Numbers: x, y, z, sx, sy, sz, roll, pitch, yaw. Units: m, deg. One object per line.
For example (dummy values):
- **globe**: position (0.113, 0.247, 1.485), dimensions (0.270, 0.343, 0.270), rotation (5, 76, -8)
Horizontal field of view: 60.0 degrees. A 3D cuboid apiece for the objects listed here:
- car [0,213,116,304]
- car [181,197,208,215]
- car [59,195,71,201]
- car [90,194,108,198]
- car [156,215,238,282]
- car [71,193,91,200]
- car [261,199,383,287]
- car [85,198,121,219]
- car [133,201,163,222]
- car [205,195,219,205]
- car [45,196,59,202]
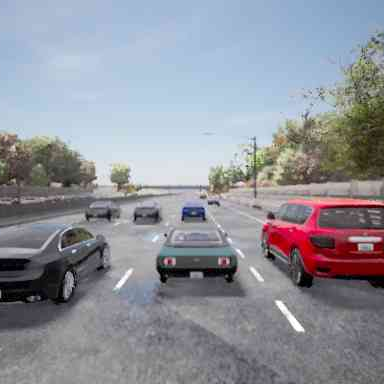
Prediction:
- **car**: position (-3.396, 1.498, 8.093), dimensions (1.837, 1.490, 4.892), rotation (0, 0, 0)
- **car**: position (0.117, 1.456, 27.759), dimensions (1.882, 1.535, 5.008), rotation (0, 0, 0)
- **car**: position (-24.466, 1.419, 67.294), dimensions (1.882, 1.535, 5.008), rotation (0, 0, 0)
- **car**: position (-17.467, 1.498, 64.765), dimensions (2.033, 1.411, 5.357), rotation (0, 0, 0)
- **car**: position (0.108, 1.592, 9.730), dimensions (1.895, 1.301, 4.718), rotation (0, 0, 0)
- **car**: position (-20.967, 1.180, 64.662), dimensions (2.150, 2.045, 5.566), rotation (0, 0, 0)
- **car**: position (3.508, 1.203, 9.398), dimensions (2.150, 2.045, 5.566), rotation (0, 0, 0)
- **car**: position (-6.885, 1.471, 26.111), dimensions (2.128, 1.511, 4.902), rotation (0, 0, 0)
- **car**: position (-3.385, 1.471, 26.105), dimensions (2.128, 1.511, 4.902), rotation (0, 0, 0)
- **car**: position (3.528, 1.563, 56.044), dimensions (1.895, 1.301, 4.718), rotation (0, 0, 0)
- **car**: position (-27.966, 1.465, 67.296), dimensions (1.812, 1.442, 4.674), rotation (0, 0, 0)
